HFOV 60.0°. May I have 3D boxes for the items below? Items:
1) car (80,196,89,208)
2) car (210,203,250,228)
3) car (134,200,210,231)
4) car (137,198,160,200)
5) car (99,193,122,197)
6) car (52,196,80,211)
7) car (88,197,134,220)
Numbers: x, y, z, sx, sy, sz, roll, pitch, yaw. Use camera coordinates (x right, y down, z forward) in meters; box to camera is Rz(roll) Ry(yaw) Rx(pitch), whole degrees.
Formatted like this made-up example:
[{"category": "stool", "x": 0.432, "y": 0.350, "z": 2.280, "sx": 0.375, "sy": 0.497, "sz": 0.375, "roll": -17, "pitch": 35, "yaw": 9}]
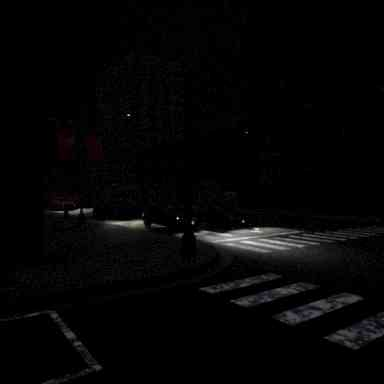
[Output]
[{"category": "car", "x": -14.710, "y": 1.282, "z": 44.842, "sx": 2.097, "sy": 1.767, "sz": 4.553, "roll": 0, "pitch": 0, "yaw": -35}, {"category": "car", "x": 1.696, "y": 1.500, "z": 22.013, "sx": 1.812, "sy": 1.442, "sz": 4.674, "roll": 0, "pitch": 0, "yaw": -37}, {"category": "car", "x": -1.401, "y": 1.469, "z": 20.723, "sx": 2.128, "sy": 1.511, "sz": 4.902, "roll": 0, "pitch": 0, "yaw": -36}, {"category": "car", "x": -3.544, "y": 1.314, "z": 29.264, "sx": 2.097, "sy": 1.767, "sz": 4.553, "roll": 0, "pitch": 0, "yaw": -36}, {"category": "car", "x": -11.451, "y": 1.150, "z": 46.149, "sx": 2.150, "sy": 2.045, "sz": 5.566, "roll": 0, "pitch": 0, "yaw": -36}, {"category": "car", "x": -15.626, "y": 1.418, "z": 40.520, "sx": 1.882, "sy": 1.535, "sz": 5.008, "roll": 0, "pitch": 0, "yaw": -35}, {"category": "car", "x": -6.816, "y": 1.441, "z": 28.247, "sx": 1.882, "sy": 1.535, "sz": 5.008, "roll": 0, "pitch": 0, "yaw": -36}]
